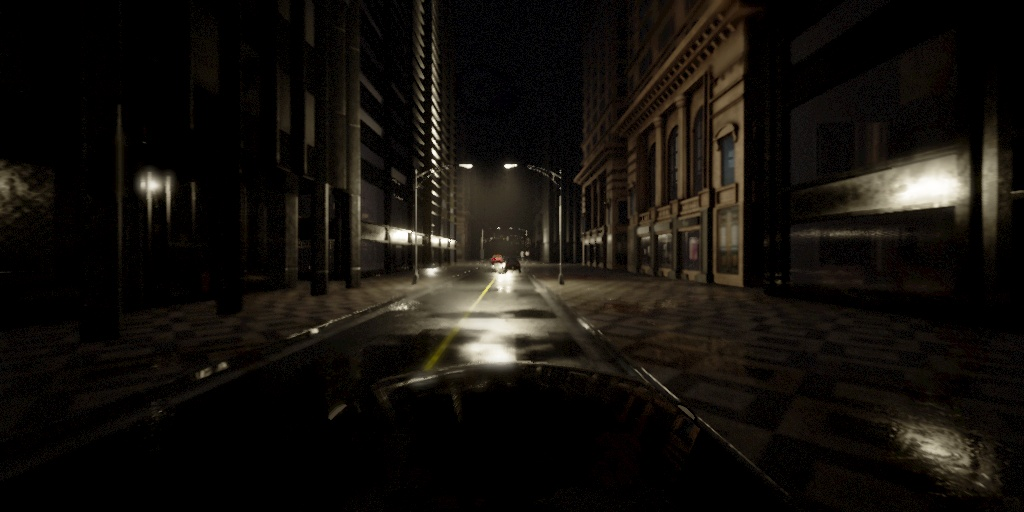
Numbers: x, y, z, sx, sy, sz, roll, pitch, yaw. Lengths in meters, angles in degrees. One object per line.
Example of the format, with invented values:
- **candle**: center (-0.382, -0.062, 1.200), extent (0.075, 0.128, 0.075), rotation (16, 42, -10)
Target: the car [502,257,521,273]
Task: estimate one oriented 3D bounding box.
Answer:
- **car**: center (0.094, 1.176, 43.337), extent (1.882, 1.535, 5.008), rotation (0, 0, 0)
